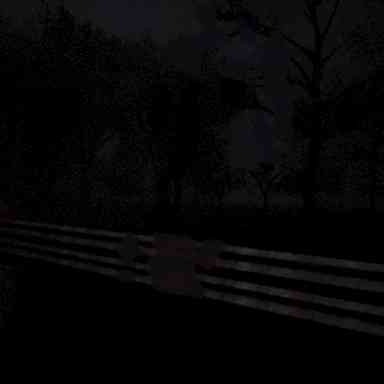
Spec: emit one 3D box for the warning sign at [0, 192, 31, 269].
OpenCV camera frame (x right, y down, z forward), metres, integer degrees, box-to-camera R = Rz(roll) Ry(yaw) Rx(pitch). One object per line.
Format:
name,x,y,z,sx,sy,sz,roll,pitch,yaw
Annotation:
warning sign,-5.031,0.931,8.437,1.060,1.860,1.300,2,1,34
